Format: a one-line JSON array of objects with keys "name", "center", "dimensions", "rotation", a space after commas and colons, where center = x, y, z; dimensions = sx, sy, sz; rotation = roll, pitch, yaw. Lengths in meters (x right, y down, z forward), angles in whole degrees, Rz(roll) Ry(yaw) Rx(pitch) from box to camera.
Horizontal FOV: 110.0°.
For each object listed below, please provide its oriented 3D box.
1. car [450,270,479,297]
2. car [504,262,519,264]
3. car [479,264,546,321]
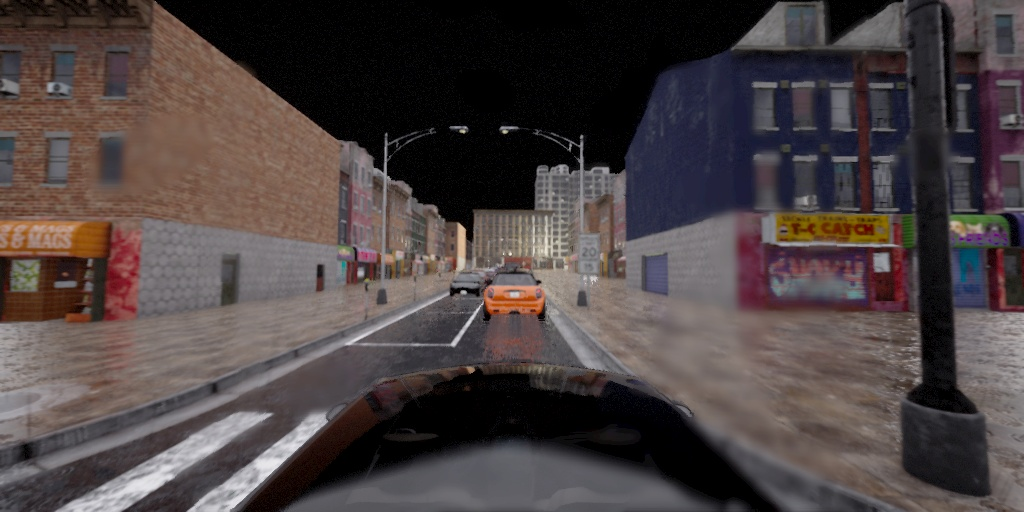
[{"name": "car", "center": [-2.681, 1.683, 22.003], "dimensions": [1.948, 1.339, 4.313], "rotation": [0, 0, 0]}, {"name": "car", "center": [-0.037, 1.743, 40.411], "dimensions": [2.150, 2.045, 5.566], "rotation": [0, -1, 0]}, {"name": "car", "center": [0.081, 1.323, 13.771], "dimensions": [2.097, 1.767, 4.553], "rotation": [0, -1, 0]}]
